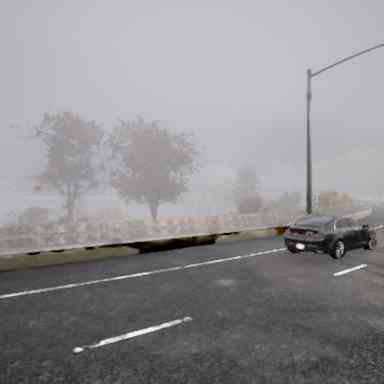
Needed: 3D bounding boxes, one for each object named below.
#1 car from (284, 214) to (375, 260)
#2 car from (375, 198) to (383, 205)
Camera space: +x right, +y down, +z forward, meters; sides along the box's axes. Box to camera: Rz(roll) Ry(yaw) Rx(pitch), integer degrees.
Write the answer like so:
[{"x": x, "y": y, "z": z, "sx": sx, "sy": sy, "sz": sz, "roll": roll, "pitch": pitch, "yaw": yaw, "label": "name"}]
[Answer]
[{"x": 5.524, "y": 1.620, "z": 13.071, "sx": 4.892, "sy": 1.490, "sz": 1.837, "roll": 0, "pitch": 0, "yaw": -42, "label": "car"}, {"x": 42.596, "y": 2.037, "z": 74.185, "sx": 1.812, "sy": 1.442, "sz": 4.674, "roll": 0, "pitch": 0, "yaw": 7, "label": "car"}]
